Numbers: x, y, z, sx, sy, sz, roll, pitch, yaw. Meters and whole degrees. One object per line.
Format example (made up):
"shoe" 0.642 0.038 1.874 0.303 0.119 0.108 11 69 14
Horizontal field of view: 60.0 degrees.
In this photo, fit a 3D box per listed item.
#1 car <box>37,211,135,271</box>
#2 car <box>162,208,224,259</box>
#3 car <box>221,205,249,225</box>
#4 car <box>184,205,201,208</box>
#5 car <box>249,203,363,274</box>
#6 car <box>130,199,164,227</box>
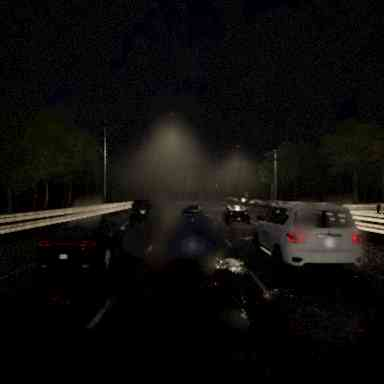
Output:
"car" -3.464 1.632 11.487 1.882 1.535 5.008 0 -1 0
"car" 0.054 1.658 13.508 1.882 1.535 5.008 0 0 0
"car" 3.544 1.842 27.331 2.128 1.511 4.902 0 -1 0
"car" 0.045 1.857 27.389 1.837 1.490 4.892 0 0 0
"car" 3.533 1.373 11.171 2.150 2.045 5.566 0 0 0
"car" -3.466 1.562 26.217 2.150 2.045 5.566 0 0 0
